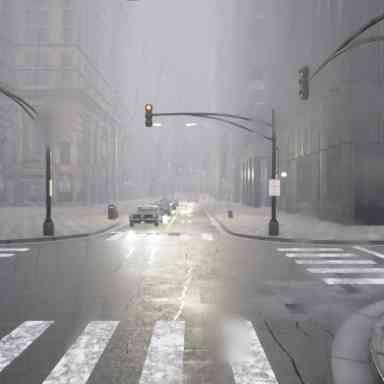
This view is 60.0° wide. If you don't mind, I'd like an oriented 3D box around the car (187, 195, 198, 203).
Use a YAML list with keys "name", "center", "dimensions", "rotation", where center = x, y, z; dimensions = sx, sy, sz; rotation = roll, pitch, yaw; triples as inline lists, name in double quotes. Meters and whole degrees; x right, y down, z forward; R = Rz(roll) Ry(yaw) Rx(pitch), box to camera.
- name: "car"
  center: [0.084, 1.366, 69.632]
  dimensions: [2.097, 1.767, 4.553]
  rotation: [0, 0, 0]

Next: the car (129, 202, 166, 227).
- name: "car"
  center: [-3.105, 1.601, 23.160]
  dimensions: [1.895, 1.301, 4.718]
  rotation: [0, 0, 0]

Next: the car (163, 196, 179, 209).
- name: "car"
  center: [-3.106, 1.354, 43.104]
  dimensions: [2.097, 1.767, 4.553]
  rotation: [0, 0, 0]

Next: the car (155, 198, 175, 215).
- name: "car"
  center: [-3.101, 1.564, 33.102]
  dimensions: [1.994, 1.385, 4.181]
  rotation: [0, 0, 0]

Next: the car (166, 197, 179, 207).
- name: "car"
  center: [-3.064, 1.531, 53.145]
  dimensions: [1.812, 1.442, 4.674]
  rotation: [0, 0, 1]
